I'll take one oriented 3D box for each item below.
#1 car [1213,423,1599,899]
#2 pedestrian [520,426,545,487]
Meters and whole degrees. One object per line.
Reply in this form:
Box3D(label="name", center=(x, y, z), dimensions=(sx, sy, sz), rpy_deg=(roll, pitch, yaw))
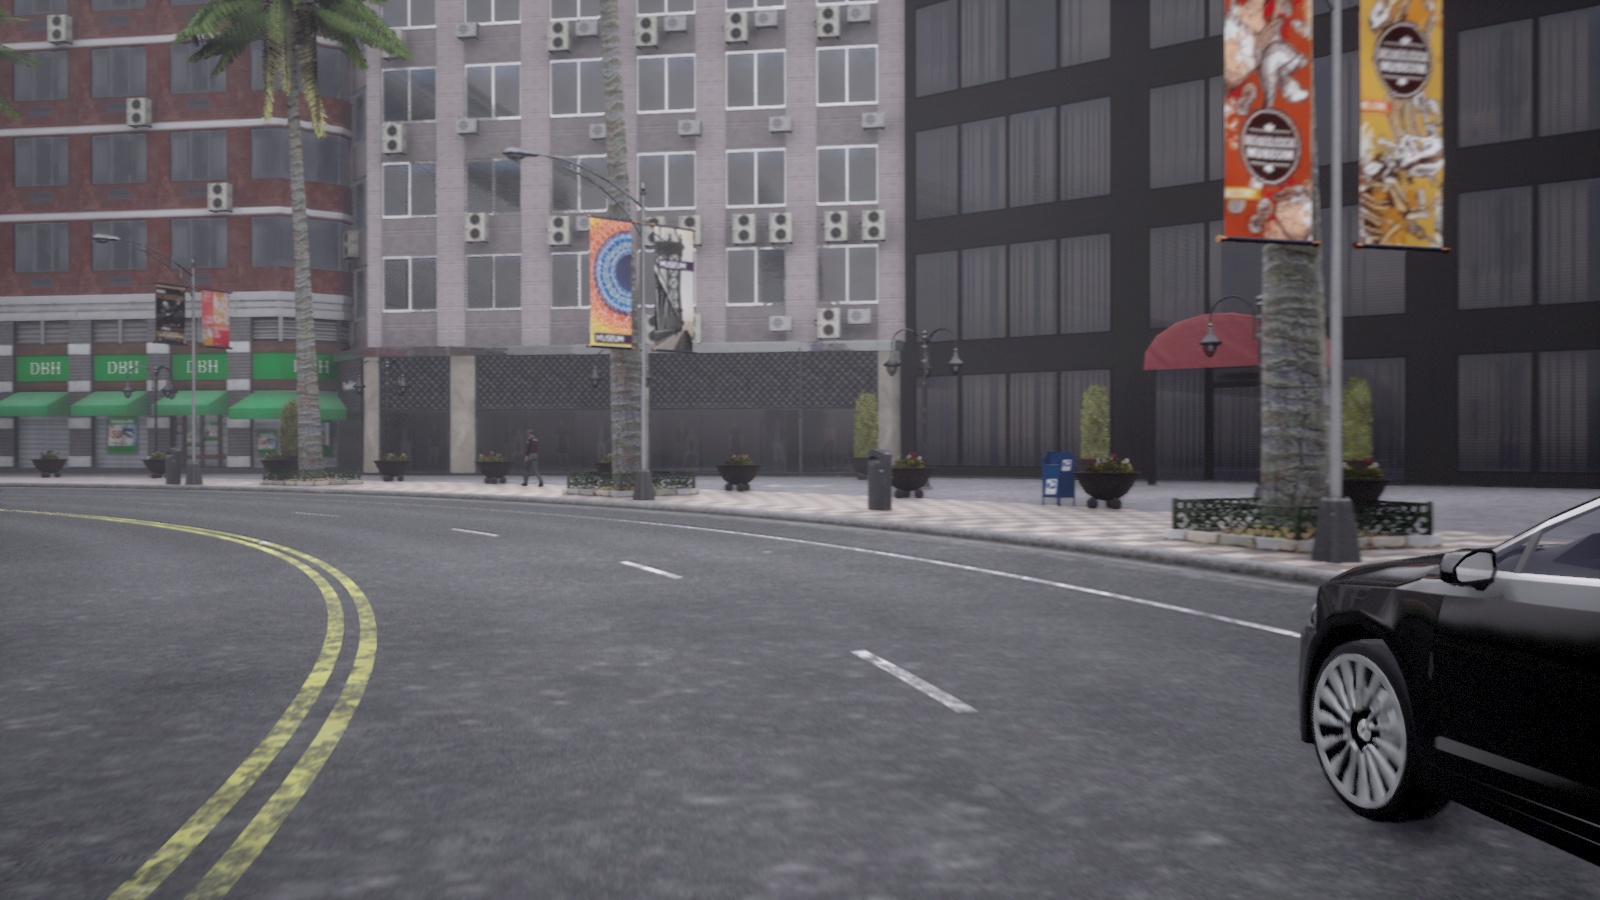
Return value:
Box3D(label="car", center=(3.224, 0.682, 3.556), dimensions=(2.128, 1.511, 4.902), rpy_deg=(0, 0, -5))
Box3D(label="pedestrian", center=(-8.192, 0.190, 38.457), dimensions=(0.720, 1.854, 0.376), rpy_deg=(0, 0, 34))
